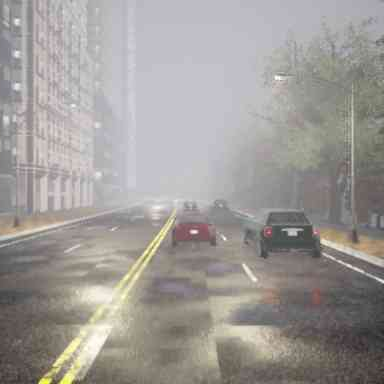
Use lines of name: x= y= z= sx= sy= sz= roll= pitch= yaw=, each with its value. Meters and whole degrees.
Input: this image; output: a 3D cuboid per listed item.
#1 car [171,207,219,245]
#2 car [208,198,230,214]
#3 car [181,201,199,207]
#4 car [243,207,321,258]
car: x=0.077 y=1.630 z=15.812 sx=1.994 sy=1.385 sz=4.181 roll=0 pitch=0 yaw=0
car: x=2.989 y=1.499 z=37.142 sx=2.097 sy=1.767 sz=4.553 roll=0 pitch=0 yaw=-1
car: x=-0.216 y=1.691 z=35.947 sx=2.033 sy=1.411 sz=5.357 roll=0 pitch=0 yaw=-2
car: x=3.337 y=1.406 z=13.184 sx=2.097 sy=1.767 sz=4.553 roll=0 pitch=0 yaw=0
